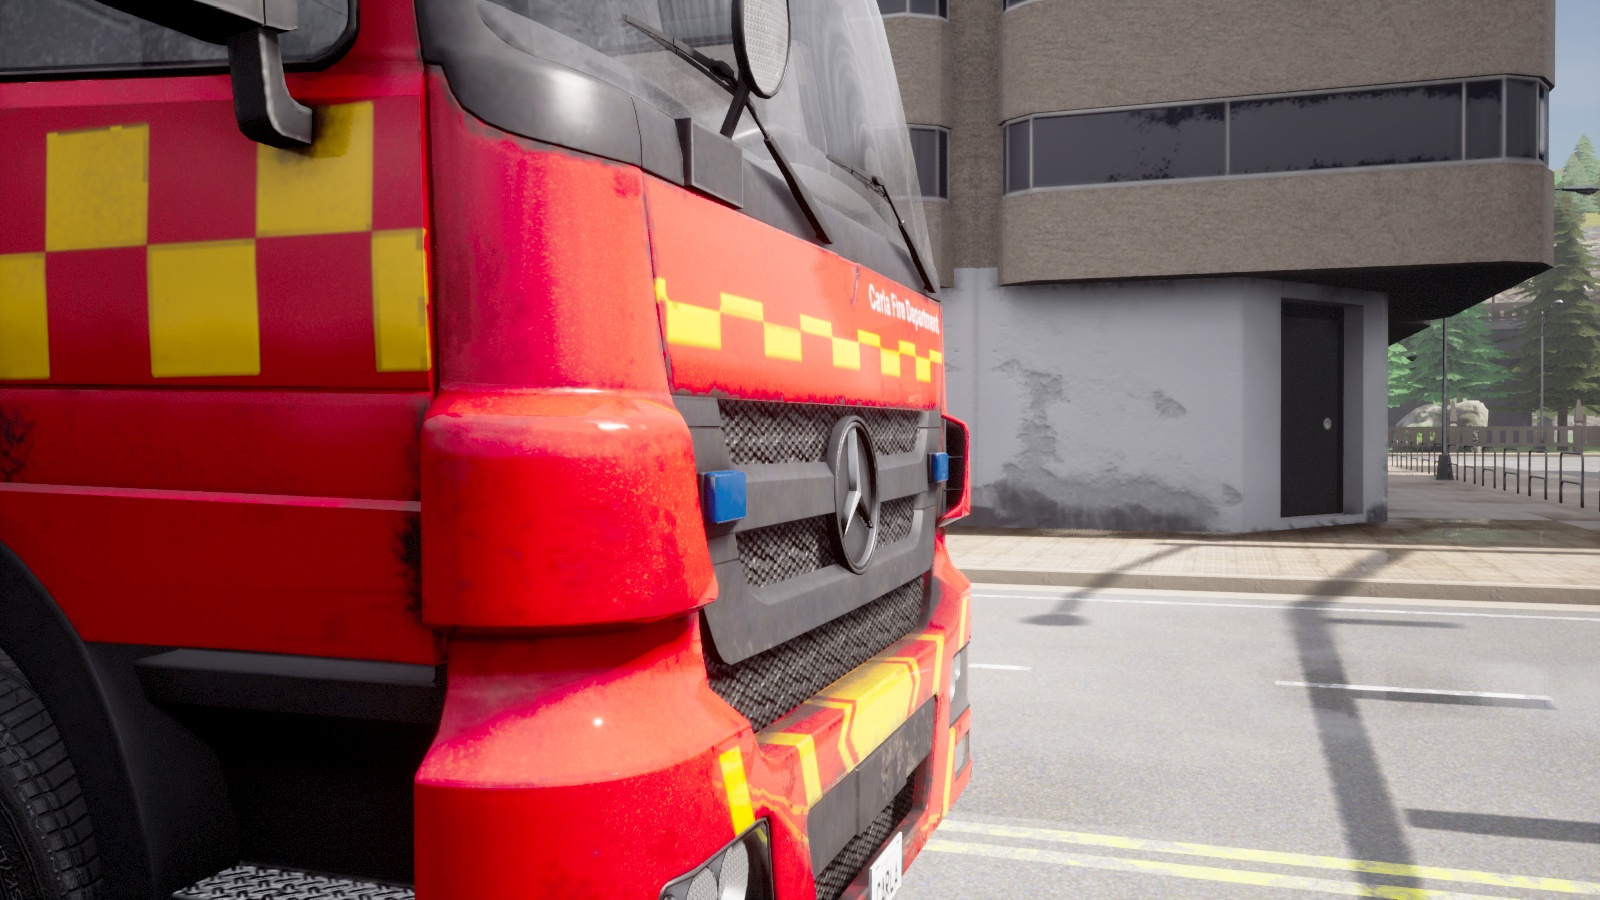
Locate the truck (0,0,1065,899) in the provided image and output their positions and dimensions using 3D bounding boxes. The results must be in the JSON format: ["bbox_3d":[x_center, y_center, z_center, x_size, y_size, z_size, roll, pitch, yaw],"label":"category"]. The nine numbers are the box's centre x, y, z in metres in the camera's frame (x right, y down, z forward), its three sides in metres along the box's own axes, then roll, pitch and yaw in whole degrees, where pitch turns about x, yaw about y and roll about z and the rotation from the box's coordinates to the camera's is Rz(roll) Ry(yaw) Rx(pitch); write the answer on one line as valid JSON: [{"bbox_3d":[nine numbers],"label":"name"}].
[{"bbox_3d":[-3.556,-0.422,4.371,8.468,3.827,2.891,1,1,19],"label":"truck"}]
